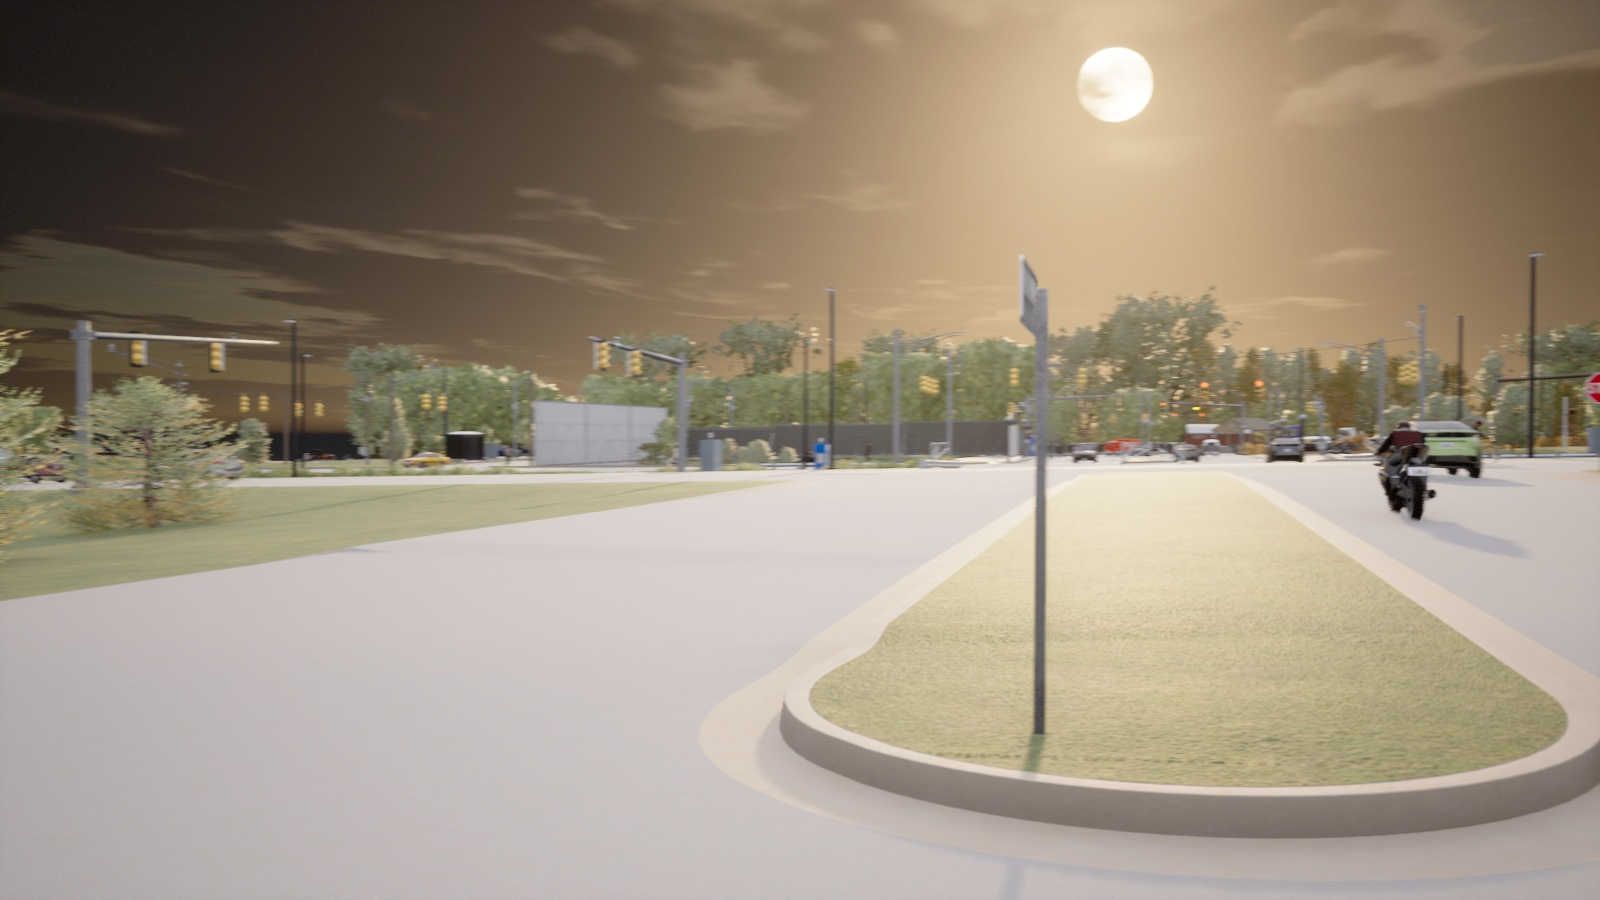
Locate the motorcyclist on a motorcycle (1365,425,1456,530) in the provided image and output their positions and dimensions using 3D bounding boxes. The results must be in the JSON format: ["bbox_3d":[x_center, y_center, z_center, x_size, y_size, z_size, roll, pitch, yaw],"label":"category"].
[{"bbox_3d":[9.504,0.384,19.640,0.866,1.530,2.191,0,2,15],"label":"motorcyclist on a motorcycle"}]

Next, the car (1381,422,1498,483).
[{"bbox_3d":[16.999,0.050,33.621,2.007,1.525,4.514,0,0,17],"label":"car"}]

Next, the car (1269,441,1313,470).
[{"bbox_3d":[26.939,0.257,69.013,2.007,1.525,4.514,0,0,19],"label":"car"}]
